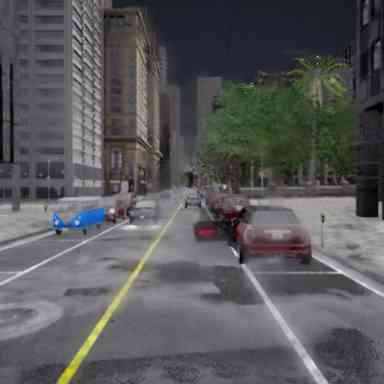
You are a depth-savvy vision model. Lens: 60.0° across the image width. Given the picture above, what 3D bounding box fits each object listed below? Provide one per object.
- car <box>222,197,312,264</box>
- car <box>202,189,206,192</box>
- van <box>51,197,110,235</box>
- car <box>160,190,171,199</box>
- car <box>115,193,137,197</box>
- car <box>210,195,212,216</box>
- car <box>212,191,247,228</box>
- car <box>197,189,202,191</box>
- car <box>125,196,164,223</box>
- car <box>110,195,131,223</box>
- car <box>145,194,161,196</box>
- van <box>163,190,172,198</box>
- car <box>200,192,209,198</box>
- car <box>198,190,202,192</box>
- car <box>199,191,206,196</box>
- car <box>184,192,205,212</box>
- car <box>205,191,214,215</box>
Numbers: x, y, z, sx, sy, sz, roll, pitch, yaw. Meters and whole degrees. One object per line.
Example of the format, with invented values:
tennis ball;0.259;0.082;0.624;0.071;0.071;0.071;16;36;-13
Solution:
car;2.401;1.225;11.432;2.097;1.767;4.553;0;1;0
car;2.812;0.818;44.571;2.192;1.841;5.009;0;1;0
van;-5.744;1.151;17.161;1.690;1.788;3.998;0;1;0
car;-5.684;0.490;71.156;2.192;1.841;5.009;0;1;0
car;-5.732;1.004;28.135;2.192;1.841;5.009;0;1;0
car;2.793;1.213;28.284;1.752;1.417;4.829;0;1;0
car;2.787;1.065;22.625;2.192;1.841;5.009;0;1;0
car;2.853;0.477;81.969;1.967;1.590;4.097;0;1;0
car;-3.074;1.273;22.878;1.812;1.442;4.674;0;1;0
car;-5.738;1.190;22.649;1.967;1.590;4.097;0;1;0
car;-5.714;1.068;44.601;1.947;1.339;4.313;0;1;0
van;-5.678;0.447;76.576;1.690;1.788;3.998;0;1;0
car;2.847;0.688;76.550;1.802;1.307;4.206;0;1;0
car;2.841;0.741;71.131;1.947;1.339;4.313;0;1;0
car;2.865;0.476;92.810;1.802;1.307;4.206;0;1;0
car;0.111;1.065;38.561;2.128;1.511;4.902;0;1;0
car;2.800;0.944;33.597;2.192;1.841;5.009;0;1;0
